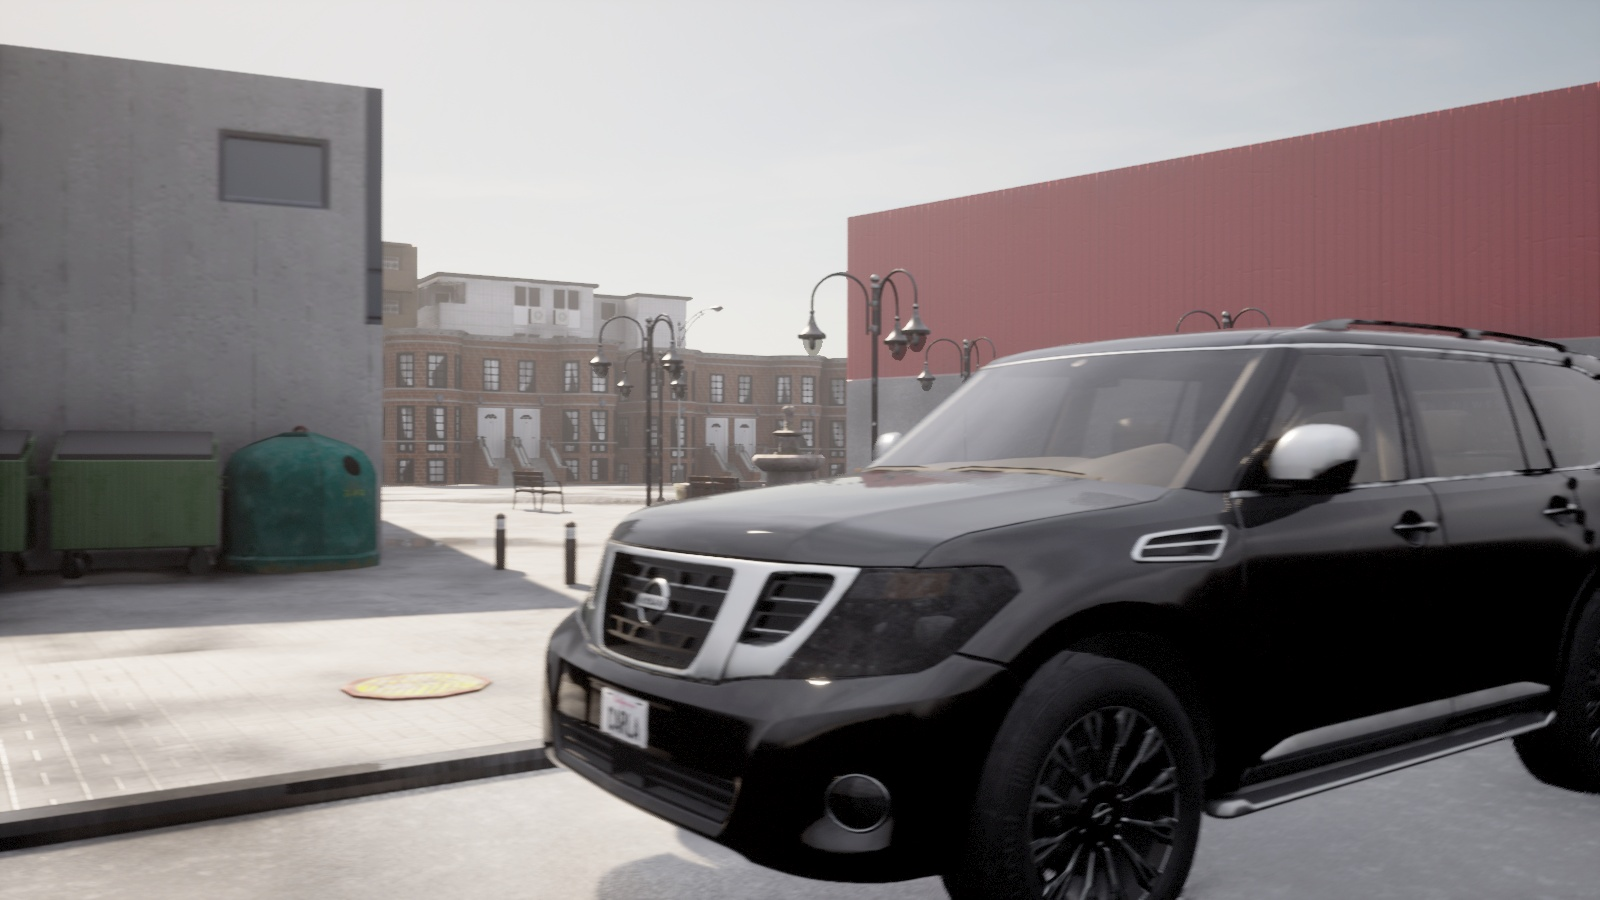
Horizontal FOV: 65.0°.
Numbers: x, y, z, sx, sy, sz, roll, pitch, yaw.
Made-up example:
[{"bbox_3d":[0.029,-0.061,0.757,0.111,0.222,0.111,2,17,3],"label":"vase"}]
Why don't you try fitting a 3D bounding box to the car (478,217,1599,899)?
[{"bbox_3d":[1.687,0.473,5.442,5.566,2.045,2.150,0,0,-35],"label":"car"}]
